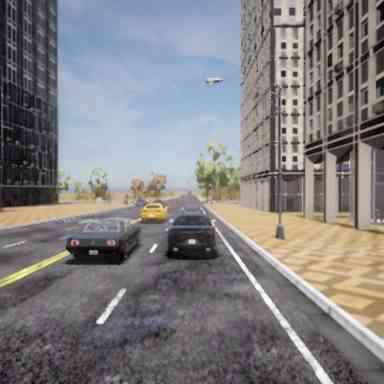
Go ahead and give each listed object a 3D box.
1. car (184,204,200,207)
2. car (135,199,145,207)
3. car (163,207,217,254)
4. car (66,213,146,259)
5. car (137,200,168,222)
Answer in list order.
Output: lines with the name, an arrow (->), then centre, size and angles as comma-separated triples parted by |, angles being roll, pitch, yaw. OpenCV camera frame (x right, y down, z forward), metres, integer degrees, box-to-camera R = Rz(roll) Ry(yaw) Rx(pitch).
car -> 0.009, 1.776, 28.499 | 2.128, 1.511, 4.902 | 0, 0, 0
car -> -9.796, 2.140, 64.506 | 1.812, 1.442, 4.674 | 0, 0, 1
car -> 0.021, 1.621, 14.224 | 1.882, 1.535, 5.008 | 0, 0, 0
car -> -3.239, 1.735, 13.229 | 1.895, 1.301, 4.718 | 0, -1, 0
car -> -3.235, 1.768, 29.229 | 1.882, 1.535, 5.008 | 0, 0, 0
